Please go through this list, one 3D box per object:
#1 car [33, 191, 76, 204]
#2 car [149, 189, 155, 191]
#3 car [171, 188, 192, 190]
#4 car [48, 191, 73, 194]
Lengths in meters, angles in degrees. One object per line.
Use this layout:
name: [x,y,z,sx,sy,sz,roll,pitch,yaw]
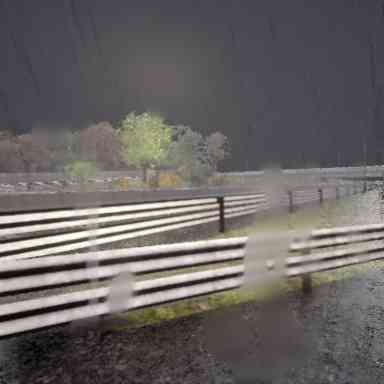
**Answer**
car: [-16.632,0.649,40.425,1.812,1.442,4.674,0,1,32]
car: [-6.492,0.258,56.880,1.837,1.490,4.892,0,1,31]
car: [-0.710,0.151,52.924,1.882,1.535,5.008,0,1,31]
car: [-14.188,0.730,37.718,1.895,1.301,4.718,0,1,31]
